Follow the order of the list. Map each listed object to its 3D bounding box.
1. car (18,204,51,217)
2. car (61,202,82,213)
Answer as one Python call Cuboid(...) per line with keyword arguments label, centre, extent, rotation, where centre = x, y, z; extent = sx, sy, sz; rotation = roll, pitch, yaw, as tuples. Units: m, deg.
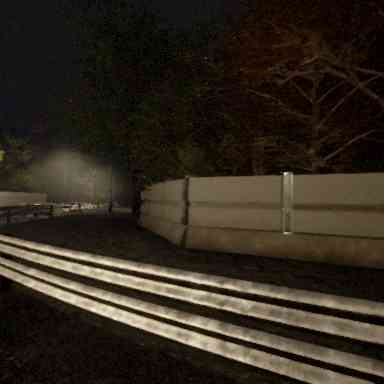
Cuboid(label="car", centre=(-18.297, 2.138, 38.884), extent=(2.033, 1.411, 5.357), rotation=(1, -1, 1))
Cuboid(label="car", centre=(-18.478, 2.338, 51.133), extent=(1.882, 1.535, 5.008), rotation=(1, -1, 0))
